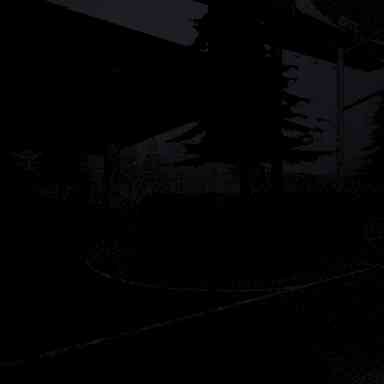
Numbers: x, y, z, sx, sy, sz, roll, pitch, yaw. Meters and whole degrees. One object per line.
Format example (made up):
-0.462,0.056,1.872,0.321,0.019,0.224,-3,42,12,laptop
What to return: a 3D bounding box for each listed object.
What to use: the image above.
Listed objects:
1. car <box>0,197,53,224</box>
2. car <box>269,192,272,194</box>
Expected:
-11.997,1.313,23.462,3.866,1.878,1.905,0,0,-36,car
6.204,1.050,28.677,2.150,2.045,5.566,0,1,-34,car
